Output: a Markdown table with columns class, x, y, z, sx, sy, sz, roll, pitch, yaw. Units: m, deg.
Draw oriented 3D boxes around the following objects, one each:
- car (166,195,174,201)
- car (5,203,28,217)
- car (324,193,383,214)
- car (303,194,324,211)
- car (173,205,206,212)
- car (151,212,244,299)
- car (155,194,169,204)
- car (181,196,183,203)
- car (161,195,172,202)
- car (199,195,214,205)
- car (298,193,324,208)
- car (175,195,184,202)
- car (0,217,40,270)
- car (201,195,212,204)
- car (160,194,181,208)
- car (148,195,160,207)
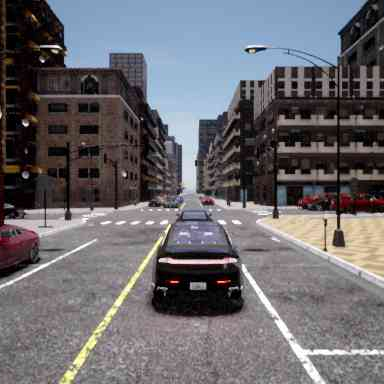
| class | x | y | z | sx | sy | sz | roll | pitch | yaw |
| --- | --- | --- | --- | --- | --- | --- | --- | --- | --- |
| car | -5.609 | 1.459 | 85.351 | 1.967 | 1.590 | 4.097 | 0 | 0 | 0 |
| car | -18.140 | 1.798 | 31.524 | 4.902 | 1.511 | 2.128 | -1 | 0 | 0 |
| car | 14.722 | 1.022 | 29.173 | 5.009 | 1.841 | 2.192 | -1 | 1 | 0 |
| car | 14.600 | 1.222 | 34.980 | 4.674 | 1.442 | 1.812 | -1 | 0 | 0 |
| car | 0.115 | 1.560 | 17.054 | 1.994 | 1.385 | 4.181 | 0 | 0 | 0 |
| car | 0.111 | 1.489 | 8.439 | 2.128 | 1.511 | 4.902 | 0 | 0 | 0 |
| car | -5.631 | 1.320 | 62.620 | 2.192 | 1.841 | 5.009 | 0 | 0 | 0 |
| car | -3.024 | 1.604 | 58.136 | 1.895 | 1.301 | 4.718 | 0 | 0 | 0 |
| car | -5.620 | 1.451 | 73.985 | 1.967 | 1.590 | 4.097 | 0 | 0 | 0 |
| car | 2.744 | 1.443 | 56.932 | 1.967 | 1.590 | 4.097 | 0 | 0 | 0 |
| car | 14.595 | 1.005 | 37.551 | 5.009 | 1.841 | 2.192 | -1 | 1 | 0 |
| car | -2.924 | 1.551 | 79.072 | 2.033 | 1.411 | 5.357 | 0 | 0 | 0 |
| car | -5.732 | 1.579 | 9.232 | 1.802 | 1.307 | 4.206 | 0 | 0 | 0 |
| car | 2.750 | 1.446 | 62.614 | 1.967 | 1.590 | 4.097 | 0 | 0 | 0 |
| car | -3.019 | 1.352 | 48.203 | 2.097 | 1.767 | 4.553 | 0 | 0 | 0 |
| car | -5.641 | 1.567 | 51.255 | 1.947 | 1.339 | 4.313 | 0 | 0 | 0 |
